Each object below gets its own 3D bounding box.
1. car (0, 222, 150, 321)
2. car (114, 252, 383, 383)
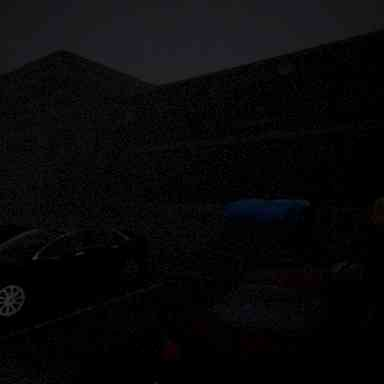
[{"bbox_3d":[-3.030,1.489,7.525,2.231,1.521,4.892,0,0,35],"label":"car"},{"bbox_3d":[1.488,1.521,4.291,2.002,1.452,4.674,0,0,35],"label":"car"}]
